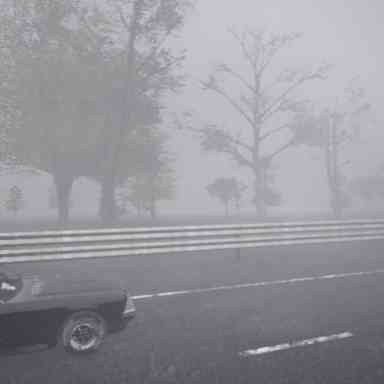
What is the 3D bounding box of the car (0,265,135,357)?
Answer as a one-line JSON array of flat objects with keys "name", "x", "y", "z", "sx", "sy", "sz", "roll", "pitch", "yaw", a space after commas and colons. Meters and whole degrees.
[{"name": "car", "x": -3.328, "y": 1.783, "z": 5.153, "sx": 4.718, "sy": 1.301, "sz": 1.895, "roll": 0, "pitch": -2, "yaw": -20}]
